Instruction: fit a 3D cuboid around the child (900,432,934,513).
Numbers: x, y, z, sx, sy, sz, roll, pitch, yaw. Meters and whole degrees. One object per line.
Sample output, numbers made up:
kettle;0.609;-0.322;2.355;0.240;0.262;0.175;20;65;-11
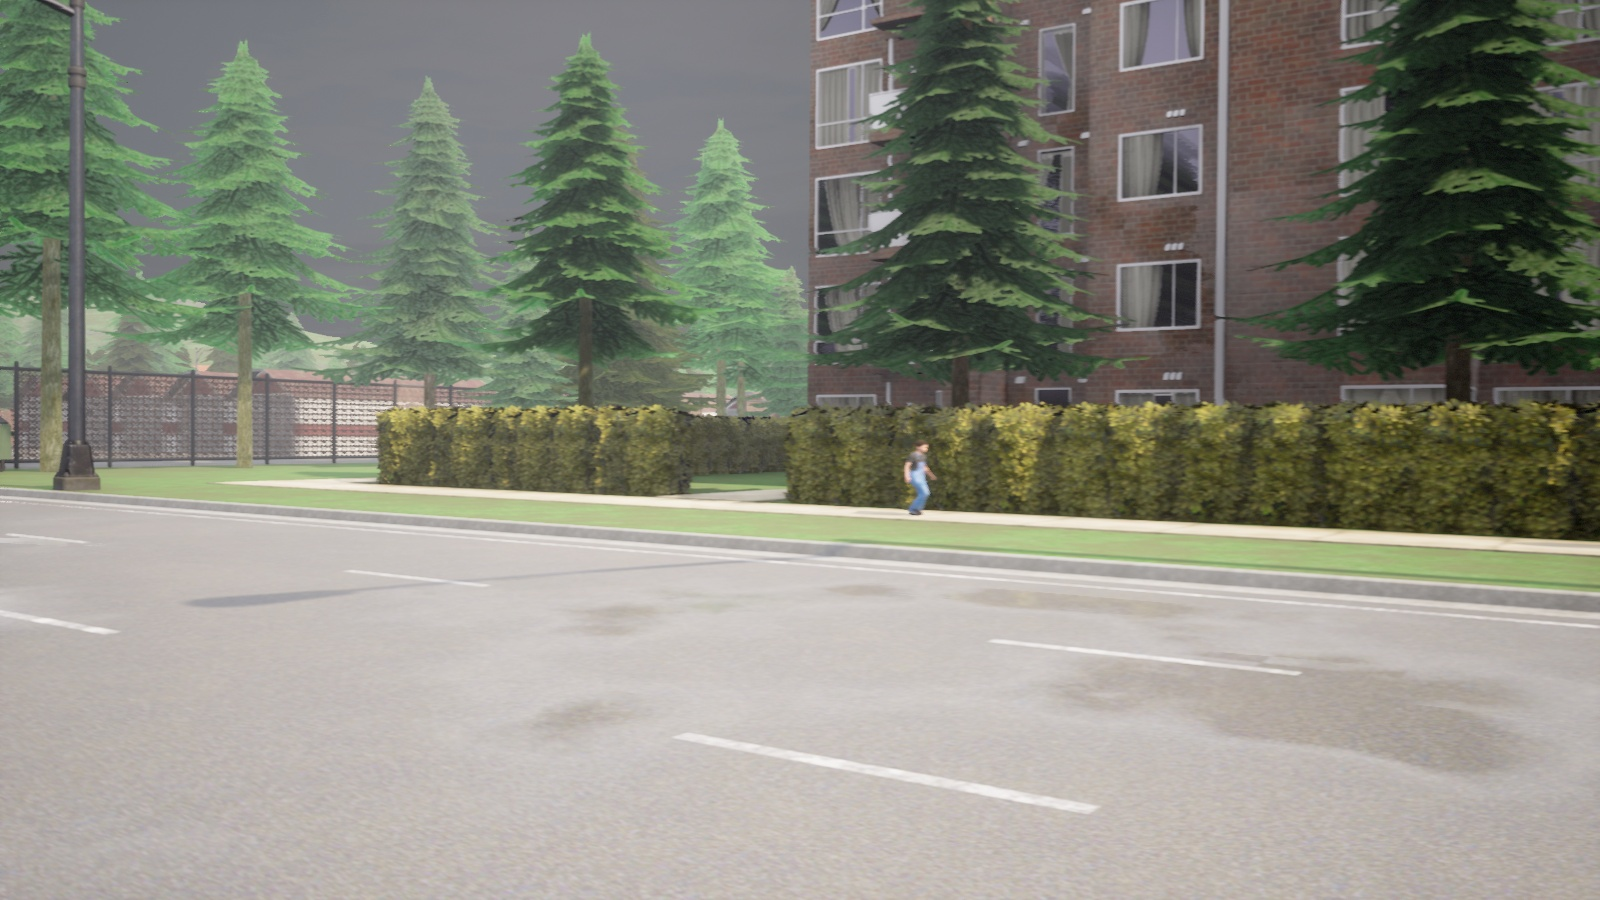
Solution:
child;1.849;0.353;19.834;0.437;1.263;0.270;0;1;34
